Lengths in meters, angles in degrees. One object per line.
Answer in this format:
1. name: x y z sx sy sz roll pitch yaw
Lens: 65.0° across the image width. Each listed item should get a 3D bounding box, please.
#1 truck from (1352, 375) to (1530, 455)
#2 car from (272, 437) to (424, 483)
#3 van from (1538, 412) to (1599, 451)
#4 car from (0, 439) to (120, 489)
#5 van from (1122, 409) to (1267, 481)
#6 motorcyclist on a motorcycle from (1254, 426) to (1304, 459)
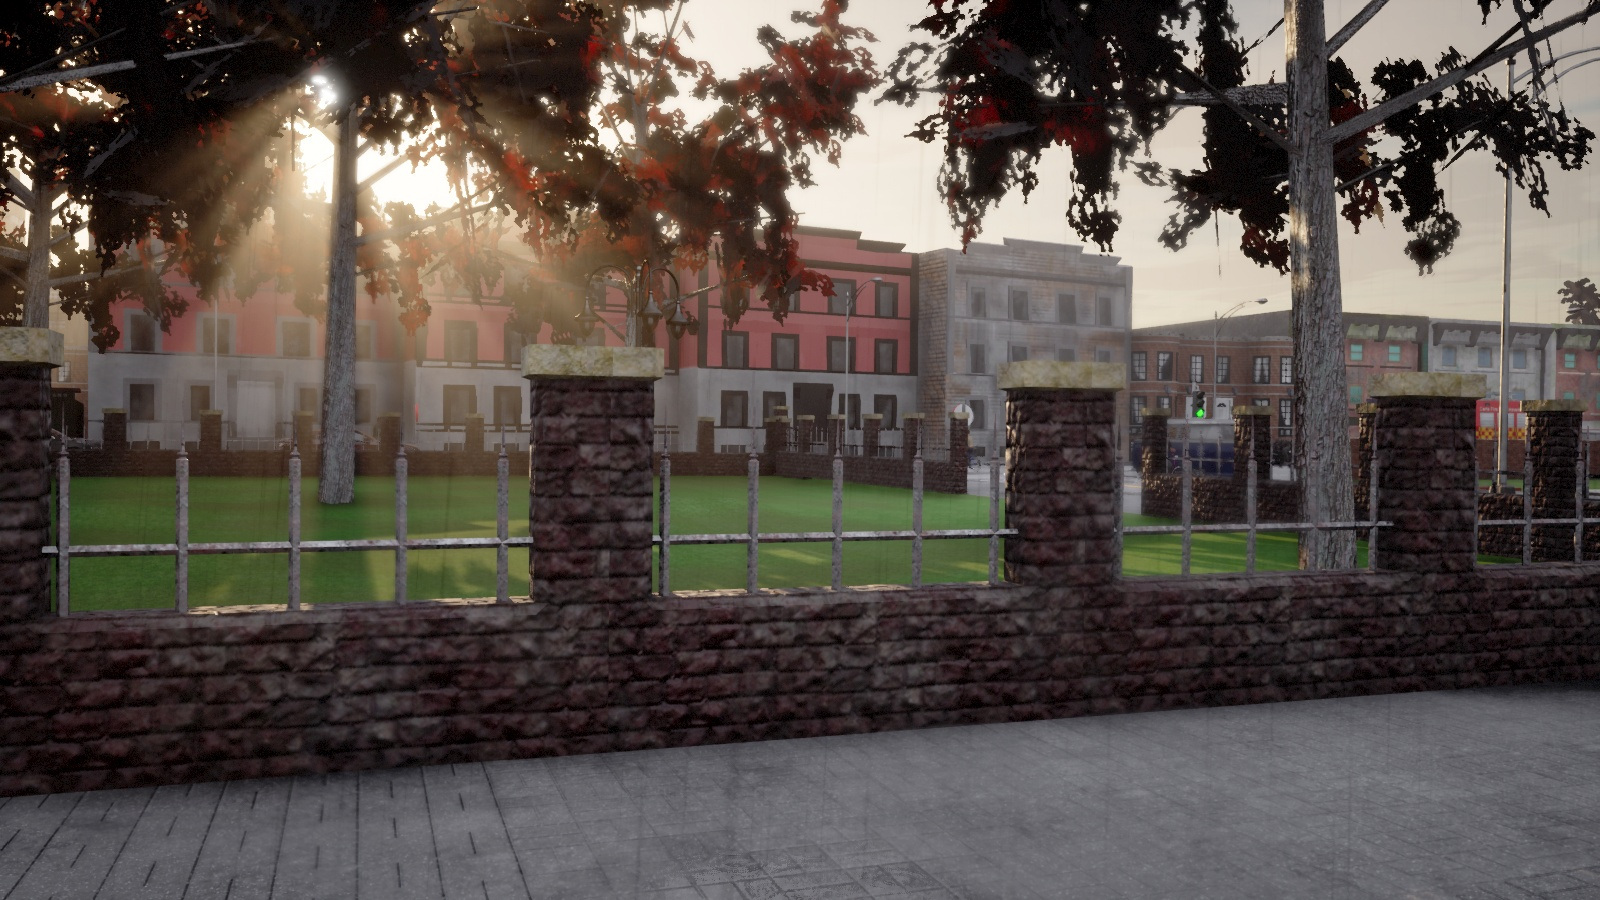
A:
1. truck: 32.092 -1.736 62.869 8.468 3.827 2.891 -1 1 -19
2. car: -15.118 0.301 42.160 4.674 1.442 1.812 -1 1 -19
3. van: 41.292 -0.970 66.074 4.442 1.987 1.775 -1 1 -19
4. car: -24.060 0.428 39.022 4.892 1.490 1.837 -1 1 -19
5. van: 11.576 -0.179 37.186 1.775 1.987 4.442 -1 1 -19
6. motorcyclist on a motorcycle: 22.729 -0.382 59.617 2.191 1.530 0.866 -1 1 -19
